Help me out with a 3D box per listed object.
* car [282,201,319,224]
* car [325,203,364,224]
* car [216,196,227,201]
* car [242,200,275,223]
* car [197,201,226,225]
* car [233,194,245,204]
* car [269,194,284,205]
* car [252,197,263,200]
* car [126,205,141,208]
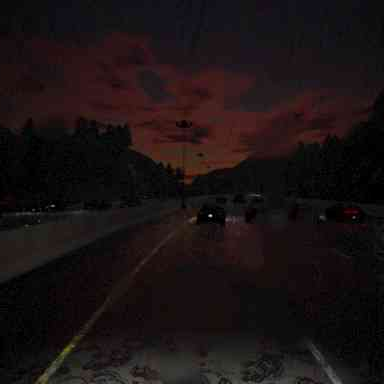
[{"bbox_3d":[8.661,1.645,26.300,1.812,1.442,4.674,1,0,6],"label":"car"},{"bbox_3d":[12.173,1.656,26.811,2.128,1.511,4.902,1,0,7],"label":"car"},{"bbox_3d":[5.736,1.596,65.494,1.837,1.490,4.892,1,0,6],"label":"car"},{"bbox_3d":[5.131,1.599,26.262,1.812,1.442,4.674,1,0,6],"label":"car"},{"bbox_3d":[1.455,1.589,24.503,1.994,1.385,4.181,1,0,6],"label":"car"},{"bbox_3d":[9.236,1.358,65.317,2.150,2.045,5.566,1,0,6],"label":"car"},{"bbox_3d":[16.118,1.445,63.613,2.150,2.045,5.566,1,0,6],"label":"car"},{"bbox_3d":[12.697,1.659,64.760,1.882,1.535,5.008,1,0,6],"label":"car"},{"bbox_3d":[-7.460,1.477,41.507,1.994,1.385,4.181,1,0,6],"label":"car"}]
